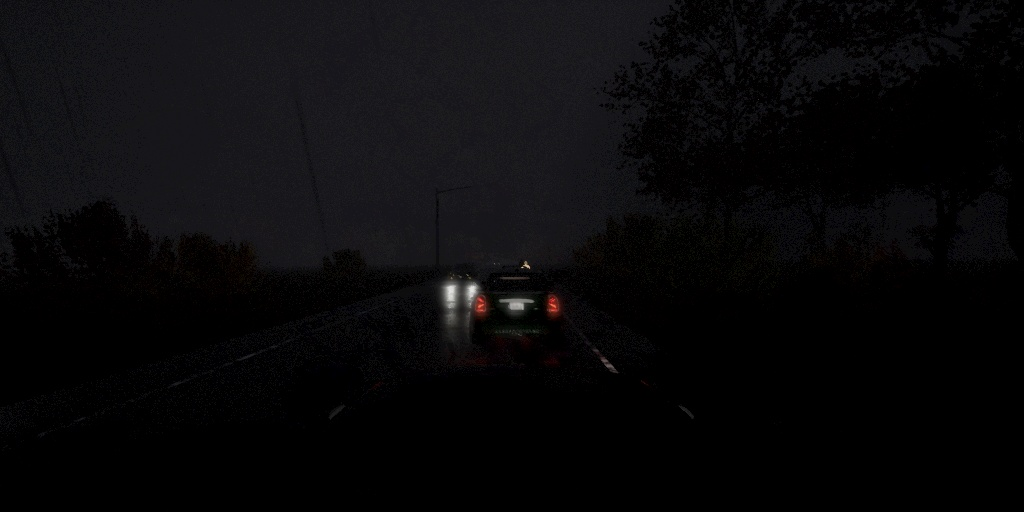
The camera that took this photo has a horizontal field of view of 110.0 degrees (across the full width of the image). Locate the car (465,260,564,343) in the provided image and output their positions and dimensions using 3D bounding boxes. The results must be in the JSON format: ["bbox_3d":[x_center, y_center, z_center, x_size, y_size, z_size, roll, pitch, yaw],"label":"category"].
[{"bbox_3d":[0.114,1.099,9.787,2.097,1.767,4.553,0,0,0],"label":"car"}]

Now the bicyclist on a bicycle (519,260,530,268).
[{"bbox_3d":[0.977,1.177,25.610,0.866,1.612,1.509,0,0,1],"label":"bicyclist on a bicycle"}]

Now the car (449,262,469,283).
[{"bbox_3d":[-3.591,1.245,27.447,1.837,1.490,4.892,0,0,0],"label":"car"}]
